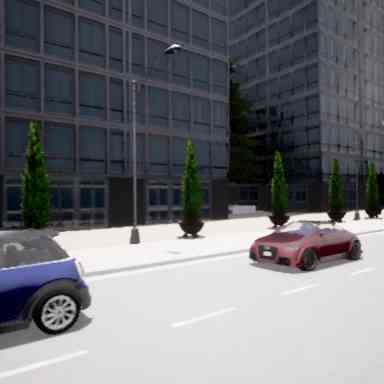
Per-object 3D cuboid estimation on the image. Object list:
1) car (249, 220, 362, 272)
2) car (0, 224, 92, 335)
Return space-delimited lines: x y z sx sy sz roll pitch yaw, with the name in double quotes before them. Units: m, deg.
"car" 3.893 1.680 11.250 4.181 1.385 1.994 0 -1 -36
"car" -4.080 1.475 5.321 4.553 1.767 2.097 0 -1 -37
